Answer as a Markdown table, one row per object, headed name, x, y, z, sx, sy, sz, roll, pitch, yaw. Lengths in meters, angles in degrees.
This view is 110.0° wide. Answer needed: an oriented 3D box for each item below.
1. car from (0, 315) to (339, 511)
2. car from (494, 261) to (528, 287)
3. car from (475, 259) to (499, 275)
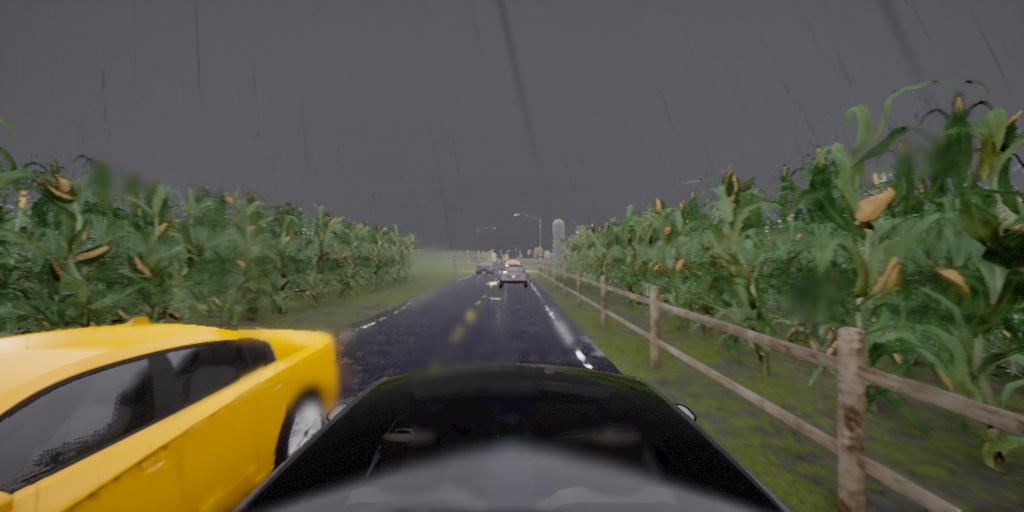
| name | x | y | z | sx | sy | sz | roll | pitch | yaw |
| --- | --- | --- | --- | --- | --- | --- | --- | --- | --- |
| car | -2.846 | 1.228 | 1.906 | 1.882 | 1.535 | 5.008 | 0 | 0 | 0 |
| car | 0.099 | 1.301 | 24.204 | 2.033 | 1.411 | 5.357 | 0 | 0 | 0 |
| car | -2.841 | 1.312 | 38.892 | 2.033 | 1.411 | 5.357 | 0 | 0 | 0 |
